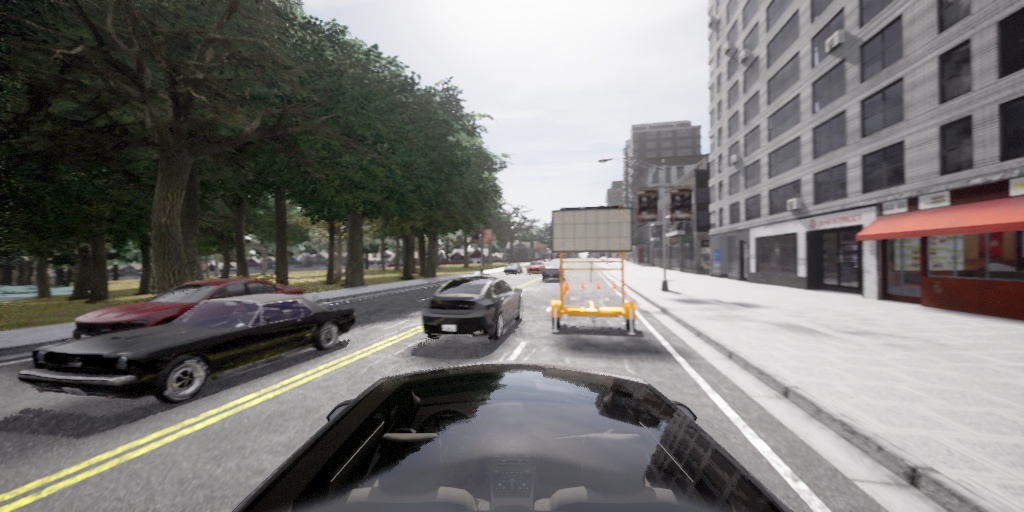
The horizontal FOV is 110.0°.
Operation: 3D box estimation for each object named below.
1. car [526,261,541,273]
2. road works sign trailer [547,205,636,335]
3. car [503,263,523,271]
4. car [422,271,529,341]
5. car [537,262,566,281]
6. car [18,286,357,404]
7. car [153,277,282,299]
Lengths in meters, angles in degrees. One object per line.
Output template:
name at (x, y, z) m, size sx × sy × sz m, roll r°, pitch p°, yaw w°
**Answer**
car at (3.210, 1.494, 47.469) m, size 2.097 × 1.767 × 4.553 m, roll -1°, pitch 0°, yaw 12°
road works sign trailer at (2.446, 0.291, 10.971) m, size 2.380 × 3.560 × 2.880 m, roll 0°, pitch 0°, yaw 12°
car at (0.210, 1.719, 49.029) m, size 2.033 × 1.411 × 5.357 m, roll -1°, pitch 0°, yaw 12°
car at (-0.907, 1.351, 10.338) m, size 1.837 × 1.490 × 4.892 m, roll -1°, pitch 0°, yaw 12°
car at (4.005, 1.526, 34.226) m, size 2.128 × 1.511 × 4.902 m, roll -1°, pitch 0°, yaw 12°
car at (-5.166, 1.441, 6.751) m, size 1.895 × 1.301 × 4.718 m, roll -1°, pitch -1°, yaw 12°
car at (-7.914, 1.363, 9.529) m, size 1.882 × 1.535 × 5.008 m, roll -1°, pitch -1°, yaw 12°
